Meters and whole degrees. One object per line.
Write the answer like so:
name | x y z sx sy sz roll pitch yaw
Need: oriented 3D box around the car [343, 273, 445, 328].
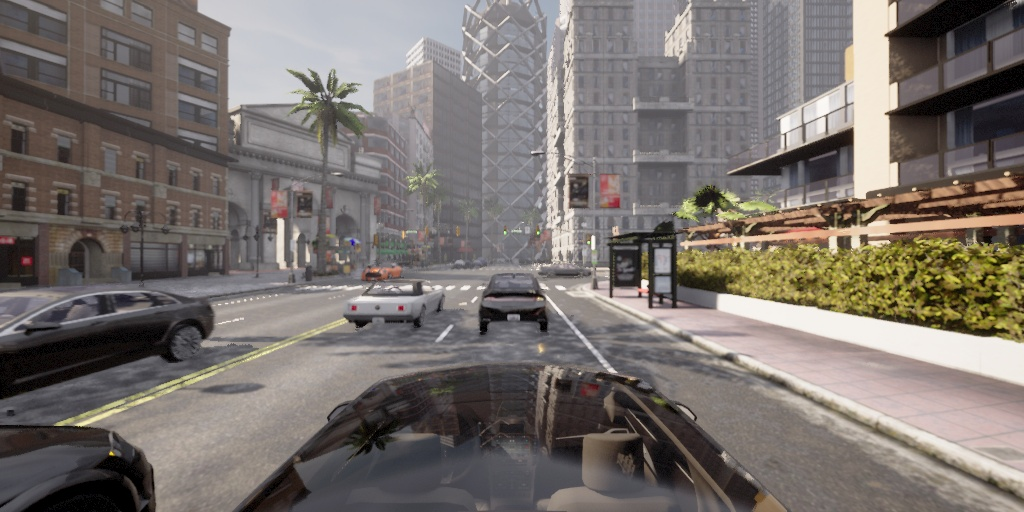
car | -3.441 1.384 11.512 1.895 1.301 4.718 0 0 0

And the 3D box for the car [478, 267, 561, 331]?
car | 0.057 1.274 11.087 2.128 1.511 4.902 0 0 0

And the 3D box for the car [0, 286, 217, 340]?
car | -7.103 1.254 5.444 2.128 1.511 4.902 0 0 0

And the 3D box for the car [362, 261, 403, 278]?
car | -10.631 1.195 29.653 2.097 1.767 4.553 0 0 0

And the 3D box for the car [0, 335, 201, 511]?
car | -3.392 1.311 0.640 1.994 1.385 4.181 0 0 0

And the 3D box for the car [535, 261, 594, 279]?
car | 5.245 1.407 34.591 5.357 1.411 2.033 0 0 10

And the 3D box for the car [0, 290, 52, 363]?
car | -10.603 1.362 5.170 1.895 1.301 4.718 0 0 0
